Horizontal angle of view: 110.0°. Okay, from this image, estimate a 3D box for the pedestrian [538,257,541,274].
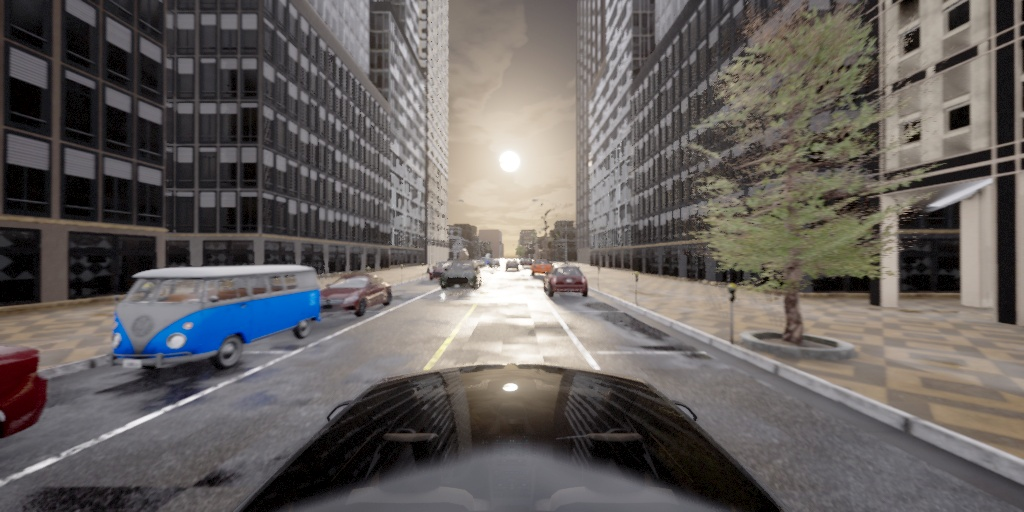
[{"bbox_3d":[3.013,1.037,39.953,0.375,1.860,0.375,0,0,-2],"label":"pedestrian"}]

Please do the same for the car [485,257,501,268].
[{"bbox_3d":[-3.013,1.227,62.860,2.128,1.511,4.902,0,0,1],"label":"car"}]

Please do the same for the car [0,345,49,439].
[{"bbox_3d":[-5.690,1.296,1.777,1.888,1.381,4.507,0,0,0],"label":"car"}]

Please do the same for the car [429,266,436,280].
[{"bbox_3d":[-5.680,1.187,30.238,1.967,1.591,4.097,0,0,0],"label":"car"}]

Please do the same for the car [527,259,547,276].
[{"bbox_3d":[3.012,1.096,37.142,2.097,1.767,4.553,0,0,0],"label":"car"}]

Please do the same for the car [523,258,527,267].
[{"bbox_3d":[2.711,1.174,64.373,1.967,1.591,4.097,0,0,0],"label":"car"}]

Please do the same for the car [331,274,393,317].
[{"bbox_3d":[-5.686,1.333,13.162,1.802,1.307,4.207,0,0,0],"label":"car"}]

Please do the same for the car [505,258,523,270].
[{"bbox_3d":[0.025,1.233,50.582,2.128,1.511,4.902,0,0,0],"label":"car"}]

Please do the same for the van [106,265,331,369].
[{"bbox_3d":[-5.688,1.092,7.470,1.690,1.789,3.998,0,0,0],"label":"van"}]

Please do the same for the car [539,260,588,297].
[{"bbox_3d":[2.697,1.189,18.836,1.967,1.591,4.097,0,0,0],"label":"car"}]

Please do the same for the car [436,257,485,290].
[{"bbox_3d":[-3.090,1.101,22.453,2.097,1.767,4.553,0,0,0],"label":"car"}]
